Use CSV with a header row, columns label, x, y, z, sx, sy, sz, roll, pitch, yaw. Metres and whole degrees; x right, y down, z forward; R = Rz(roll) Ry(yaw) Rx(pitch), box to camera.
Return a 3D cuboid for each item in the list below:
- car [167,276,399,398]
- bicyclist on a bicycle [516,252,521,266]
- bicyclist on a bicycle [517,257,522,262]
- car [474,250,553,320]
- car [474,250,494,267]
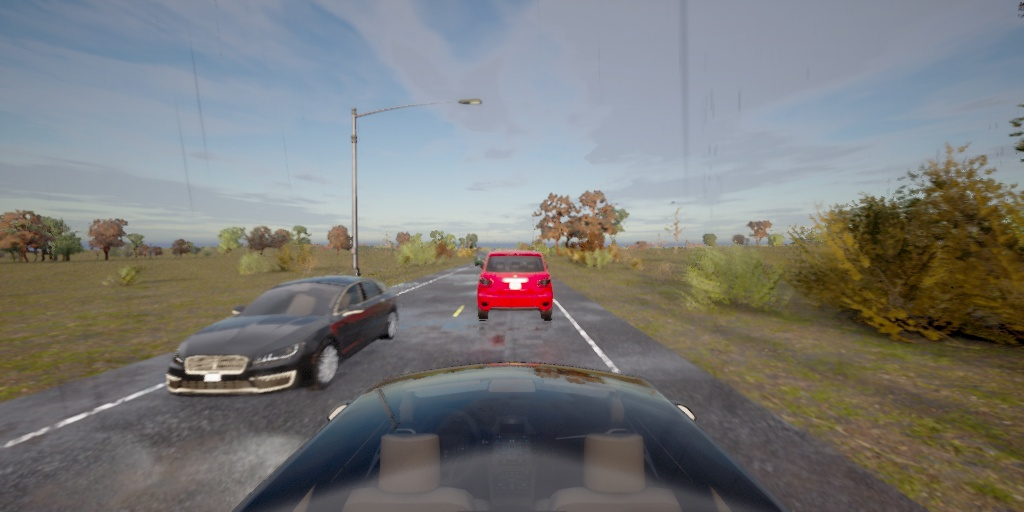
label,x,y,z,sx,sy,sz,roll,pitch,yaw
car,-3.608,1.177,6.743,1.837,1.490,4.892,0,1,0
bicyclist on a bicycle,0.867,0.383,49.497,0.659,1.776,1.843,0,1,0
bicyclist on a bicycle,0.885,0.520,40.496,0.659,1.776,1.843,0,1,0
car,0.079,0.813,12.015,2.150,2.045,5.566,0,1,0
car,-3.673,0.264,47.398,2.150,2.045,5.566,0,1,0
